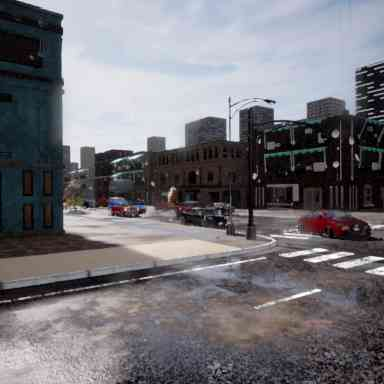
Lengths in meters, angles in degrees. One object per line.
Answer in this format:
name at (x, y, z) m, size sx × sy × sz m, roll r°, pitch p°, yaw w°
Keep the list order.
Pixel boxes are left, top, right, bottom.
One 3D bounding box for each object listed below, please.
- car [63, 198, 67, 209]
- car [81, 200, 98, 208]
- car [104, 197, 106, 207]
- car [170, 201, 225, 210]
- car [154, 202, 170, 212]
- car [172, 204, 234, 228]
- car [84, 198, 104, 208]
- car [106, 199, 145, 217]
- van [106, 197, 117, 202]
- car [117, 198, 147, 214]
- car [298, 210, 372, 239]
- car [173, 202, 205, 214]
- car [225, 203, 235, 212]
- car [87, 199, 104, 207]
car at (-23.174, 2.233, 58.374) m, size 1.752 × 1.417 × 4.829 m, roll -1°, pitch 0°, yaw -35°
car at (-19.500, 2.194, 63.230) m, size 1.812 × 1.442 × 4.674 m, roll -1°, pitch 0°, yaw -35°
car at (-16.449, 1.940, 63.368) m, size 2.192 × 1.841 × 5.009 m, roll -1°, pitch 0°, yaw -35°
car at (0.400, 1.622, 29.690) m, size 2.097 × 1.767 × 4.553 m, roll -1°, pitch 0°, yaw -36°
car at (-3.615, 1.966, 45.322) m, size 1.802 × 1.307 × 4.206 m, roll -2°, pitch 0°, yaw -35°
car at (0.700, 1.814, 24.573) m, size 1.947 × 1.339 × 4.313 m, roll -1°, pitch 0°, yaw -35°
car at (-16.643, 1.843, 53.837) m, size 2.128 × 1.511 × 4.902 m, roll -1°, pitch 0°, yaw -35°
car at (-7.243, 1.846, 35.953) m, size 1.967 × 1.590 × 4.097 m, roll -1°, pitch 0°, yaw -35°
van at (-13.241, 1.907, 58.857) m, size 1.690 × 1.788 × 3.998 m, roll -1°, pitch 0°, yaw -35°
car at (-7.223, 1.898, 40.427) m, size 1.882 × 1.535 × 5.008 m, roll -1°, pitch 0°, yaw -35°
car at (7.295, 1.617, 17.430) m, size 1.994 × 1.385 × 4.181 m, roll -1°, pitch -2°, yaw -11°
car at (-0.410, 1.904, 40.811) m, size 1.802 × 1.307 × 4.206 m, roll -2°, pitch 0°, yaw -35°
car at (2.796, 1.809, 36.298) m, size 2.008 × 1.369 × 4.403 m, roll -2°, pitch 0°, yaw -35°
car at (-19.650, 2.227, 67.880) m, size 1.887 × 1.381 × 4.507 m, roll -1°, pitch 0°, yaw -35°
